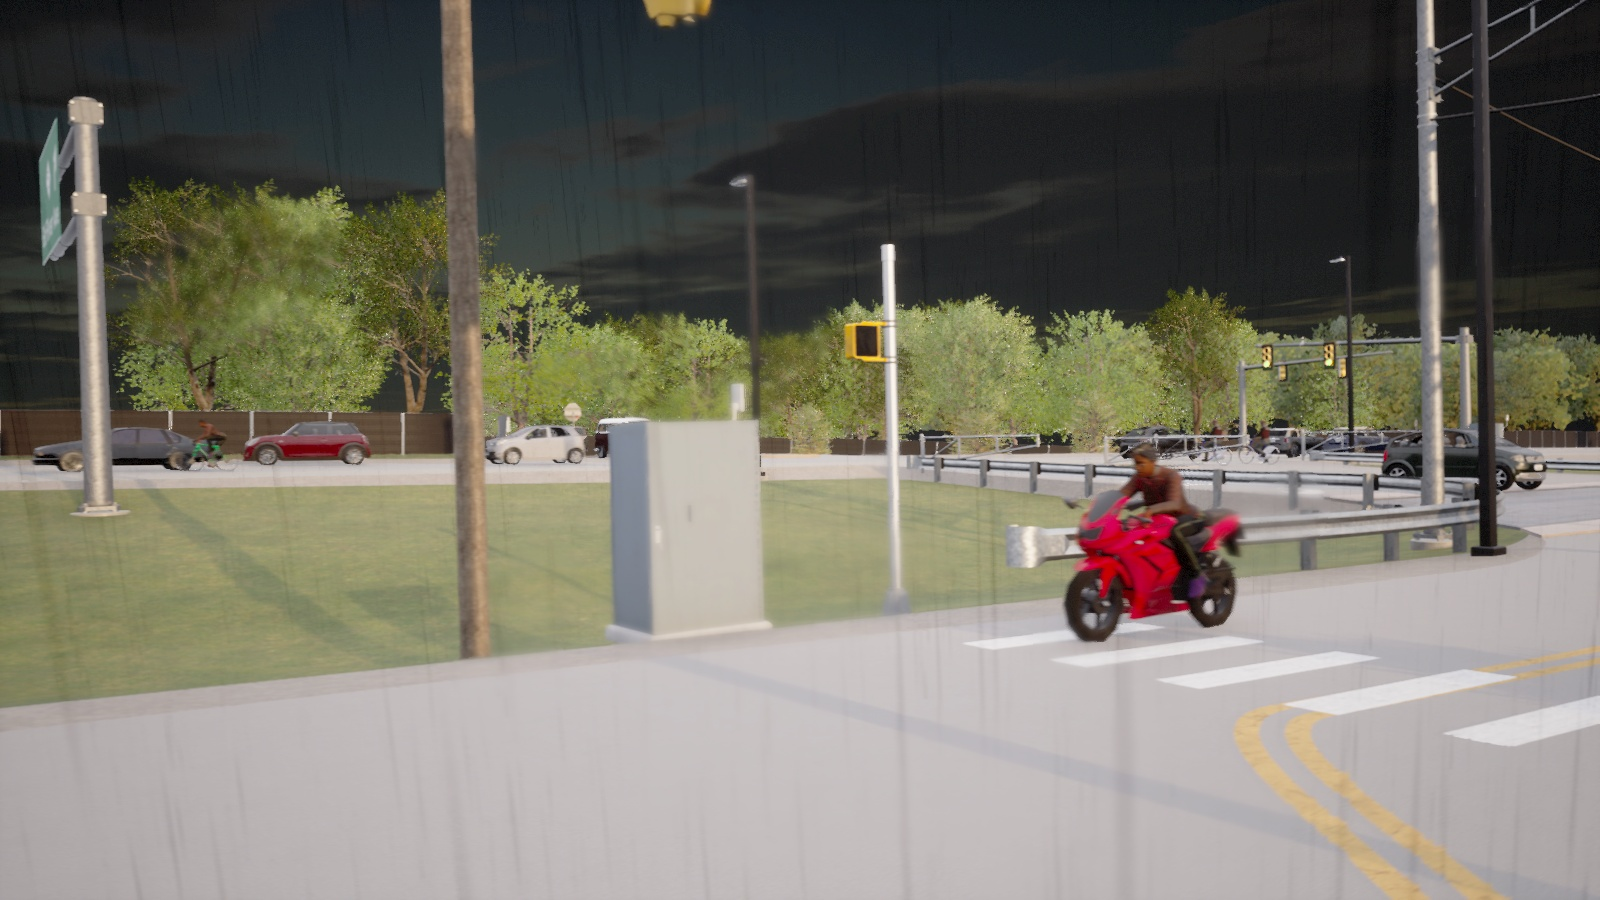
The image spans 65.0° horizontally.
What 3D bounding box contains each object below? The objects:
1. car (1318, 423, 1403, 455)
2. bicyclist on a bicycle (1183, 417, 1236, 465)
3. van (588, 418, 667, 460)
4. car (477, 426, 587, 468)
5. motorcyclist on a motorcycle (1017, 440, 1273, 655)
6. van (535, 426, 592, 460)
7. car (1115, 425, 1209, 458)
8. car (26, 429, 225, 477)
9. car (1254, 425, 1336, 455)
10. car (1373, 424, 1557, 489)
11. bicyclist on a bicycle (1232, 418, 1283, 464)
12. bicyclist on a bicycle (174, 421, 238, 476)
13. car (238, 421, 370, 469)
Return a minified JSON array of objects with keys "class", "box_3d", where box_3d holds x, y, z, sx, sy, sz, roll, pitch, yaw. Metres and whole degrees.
[{"class":"car","box_3d":[26.663,-0.509,59.691,3.806,1.475,1.970,-1,0,-34]},{"class":"bicyclist on a bicycle","box_3d":[15.553,-0.357,47.733,0.659,1.776,1.843,-1,2,-36]},{"class":"van","box_3d":[-8.684,-0.555,62.877,2.069,2.038,4.480,-1,1,-35]},{"class":"car","box_3d":[-10.096,-0.127,47.378,3.633,1.501,1.845,-1,0,-34]},{"class":"motorcyclist on a motorcycle","box_3d":[2.726,0.691,9.834,2.044,1.523,0.797,-1,0,-35]},{"class":"van","box_3d":[-14.661,-0.409,77.666,1.775,1.987,4.442,-2,0,-35]},{"class":"car","box_3d":[16.422,-0.384,56.957,4.193,1.474,1.816,0,0,-34]},{"class":"car","box_3d":[-21.293,0.072,39.758,5.357,1.411,2.033,-1,0,-34]},{"class":"car","box_3d":[24.666,-0.498,62.566,3.806,1.475,1.970,-1,0,-34]},{"class":"car","box_3d":[16.797,0.158,31.844,1.789,1.549,3.705,-1,0,-34]},{"class":"bicyclist on a bicycle","box_3d":[18.213,-0.391,50.033,0.659,1.776,1.843,-1,2,-36]},{"class":"bicyclist on a bicycle","box_3d":[-17.890,-0.055,37.841,1.656,1.620,0.582,-1,1,-34]},{"class":"car","box_3d":[-18.846,-0.219,47.735,4.553,1.767,2.097,-1,1,-23]}]
